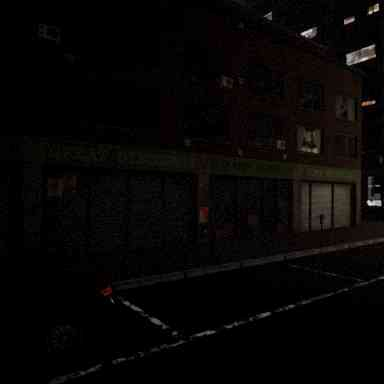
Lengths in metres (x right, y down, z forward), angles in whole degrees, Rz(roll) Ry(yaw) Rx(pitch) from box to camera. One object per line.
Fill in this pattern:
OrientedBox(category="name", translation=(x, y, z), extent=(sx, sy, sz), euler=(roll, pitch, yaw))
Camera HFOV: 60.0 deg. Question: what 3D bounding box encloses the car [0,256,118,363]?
OrientedBox(category="car", translation=(-3.077, 1.582, 4.352), extent=(4.206, 1.307, 1.802), euler=(0, 1, -36))
